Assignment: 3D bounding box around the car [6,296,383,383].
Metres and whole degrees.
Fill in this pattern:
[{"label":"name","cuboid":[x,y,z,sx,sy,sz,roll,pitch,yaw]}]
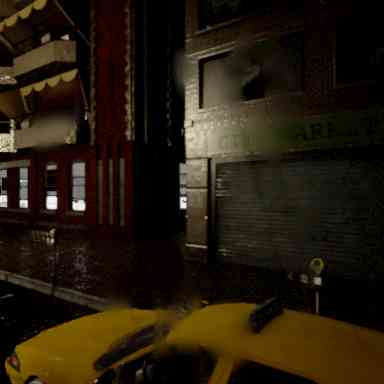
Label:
[{"label":"car","cuboid":[0.322,1.525,2.645,4.829,1.417,1.752,0,0,35]}]
